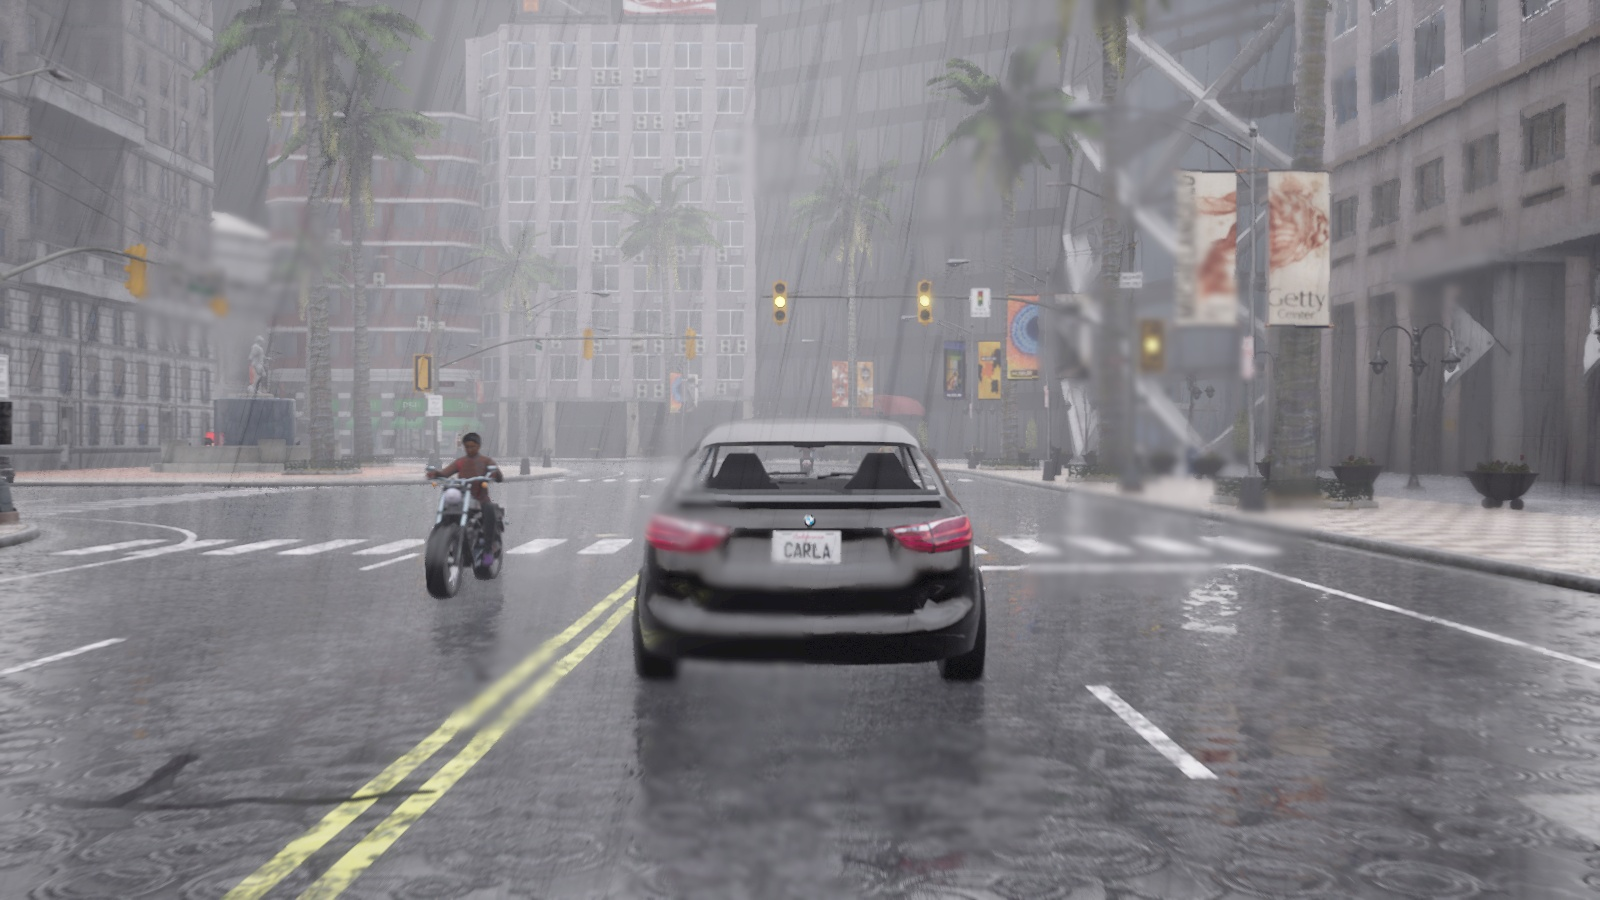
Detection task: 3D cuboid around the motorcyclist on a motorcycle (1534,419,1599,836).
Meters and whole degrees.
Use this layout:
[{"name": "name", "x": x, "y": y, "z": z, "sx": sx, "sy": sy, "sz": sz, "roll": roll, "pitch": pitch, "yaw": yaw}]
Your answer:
[{"name": "motorcyclist on a motorcycle", "x": 3.466, "y": 0.677, "z": 4.320, "sx": 0.866, "sy": 1.590, "sz": 1.817, "roll": 0, "pitch": 0, "yaw": 2}]

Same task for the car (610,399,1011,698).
[{"name": "car", "x": 0.070, "y": 0.536, "z": 9.320, "sx": 2.242, "sy": 1.667, "sz": 4.611, "roll": 0, "pitch": 0, "yaw": 0}]

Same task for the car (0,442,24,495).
[{"name": "car", "x": -24.919, "y": 0.522, "z": 35.440, "sx": 4.892, "sy": 1.490, "sz": 1.837, "roll": 0, "pitch": 0, "yaw": 0}]

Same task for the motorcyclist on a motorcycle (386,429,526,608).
[{"name": "motorcyclist on a motorcycle", "x": -3.417, "y": 0.619, "z": 12.716, "sx": 0.766, "sy": 1.649, "sz": 2.350, "roll": 0, "pitch": 1, "yaw": 0}]
